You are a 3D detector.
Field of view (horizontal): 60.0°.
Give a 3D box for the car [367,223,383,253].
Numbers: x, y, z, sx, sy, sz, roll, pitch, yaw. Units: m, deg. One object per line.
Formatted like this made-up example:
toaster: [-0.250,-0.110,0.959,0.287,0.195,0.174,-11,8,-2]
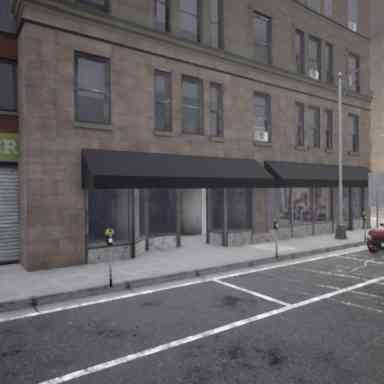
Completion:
car: [8.310,1.539,12.502,4.507,1.381,1.887,0,-1,-36]
